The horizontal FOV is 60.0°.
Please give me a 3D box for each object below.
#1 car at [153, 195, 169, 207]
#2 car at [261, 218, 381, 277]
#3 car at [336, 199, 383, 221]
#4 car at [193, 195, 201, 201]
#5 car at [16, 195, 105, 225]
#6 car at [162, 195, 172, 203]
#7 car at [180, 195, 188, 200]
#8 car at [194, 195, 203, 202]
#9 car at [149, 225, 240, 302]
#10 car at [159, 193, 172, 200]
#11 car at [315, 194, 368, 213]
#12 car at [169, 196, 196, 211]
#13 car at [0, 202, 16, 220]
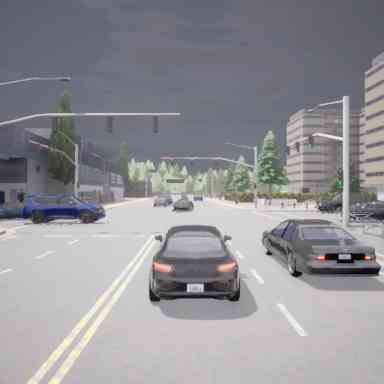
[{"bbox_3d":[-4.781,1.526,50.385,1.812,1.442,4.674,0,0,-2],"label":"car"},{"bbox_3d":[3.533,1.547,10.216,2.033,1.411,5.357,0,0,0],"label":"car"},{"bbox_3d":[13.889,1.505,25.150,4.892,1.490,1.837,0,0,-2],"label":"car"},{"bbox_3d":[1.305,1.500,88.787,1.837,1.490,4.892,0,0,-1],"label":"car"},{"bbox_3d":[-9.122,1.224,23.875,5.566,2.045,2.150,0,0,-2],"label":"car"},{"bbox_3d":[-5.217,1.500,70.172,1.837,1.490,4.892,0,0,-1],"label":"car"},{"bbox_3d":[-2.194,1.467,88.714,1.994,1.385,4.181,0,0,-1],"label":"car"},{"bbox_3d":[1.567,1.478,78.649,1.882,1.535,5.008,0,0,-1],"label":"car"},{"bbox_3d":[0.036,1.526,8.159,1.812,1.442,4.674,0,0,-1],"label":"car"},{"bbox_3d":[-5.018,1.221,59.812,2.150,2.045,5.566,0,0,-1],"label":"car"},{"bbox_3d":[16.285,1.222,35.943,5.566,2.045,2.150,0,0,-2],"label":"car"},{"bbox_3d":[-1.036,1.564,39.904,1.994,1.385,4.181,0,0,7],"label":"car"},{"bbox_3d":[-13.946,1.547,27.308,5.357,1.411,2.033,0,0,-4],"label":"car"}]
